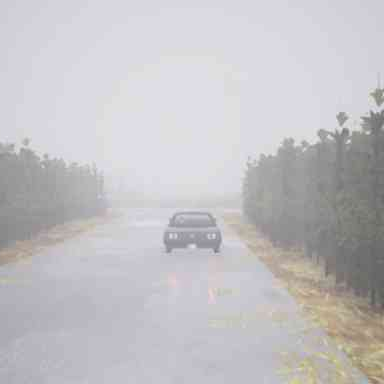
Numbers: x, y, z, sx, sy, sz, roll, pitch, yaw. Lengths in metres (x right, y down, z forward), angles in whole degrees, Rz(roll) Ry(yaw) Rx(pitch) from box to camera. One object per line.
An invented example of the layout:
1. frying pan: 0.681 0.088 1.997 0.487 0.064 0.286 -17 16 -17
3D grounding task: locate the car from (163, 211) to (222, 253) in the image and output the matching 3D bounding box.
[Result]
1. car: 0.033 1.380 12.677 1.895 1.301 4.718 0 1 1
